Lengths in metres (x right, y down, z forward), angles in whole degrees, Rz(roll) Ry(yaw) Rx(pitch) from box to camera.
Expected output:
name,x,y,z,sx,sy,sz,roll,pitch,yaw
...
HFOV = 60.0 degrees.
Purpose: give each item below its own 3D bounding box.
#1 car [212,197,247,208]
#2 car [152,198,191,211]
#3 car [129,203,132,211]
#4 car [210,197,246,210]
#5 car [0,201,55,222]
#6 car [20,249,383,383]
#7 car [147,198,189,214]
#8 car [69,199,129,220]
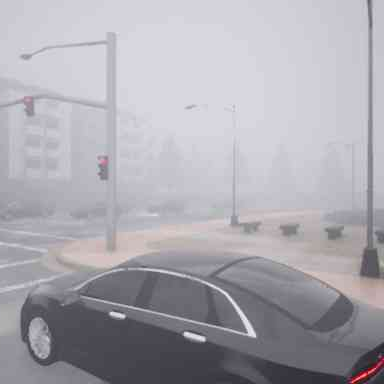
name,x,y,z,sx,sy,sz,roll,pitch,yaw
car,5.448,1.446,47.724,5.008,1.535,1.882,0,0,-33
car,-2.469,1.470,41.032,1.837,1.490,4.892,0,0,45
car,-8.173,1.490,33.898,1.812,1.442,4.674,0,0,36
car,4.518,1.463,42.698,4.902,1.511,2.128,0,0,-38
car,-13.322,1.456,26.347,2.128,1.511,4.902,0,0,35
car,-0.240,1.501,4.161,4.892,1.490,1.837,0,0,35
car,-2.742,1.533,35.270,1.994,1.385,4.181,0,0,39
car,-7.954,1.474,28.040,1.837,1.490,4.892,0,0,34
